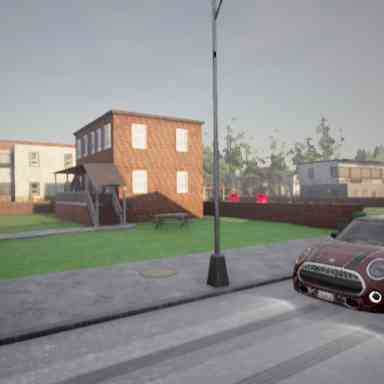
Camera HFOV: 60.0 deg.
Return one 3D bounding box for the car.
[{"bbox_3d":[4.361,1.323,7.436,4.553,1.767,2.097,-1,0,-33],"label":"car"}]
